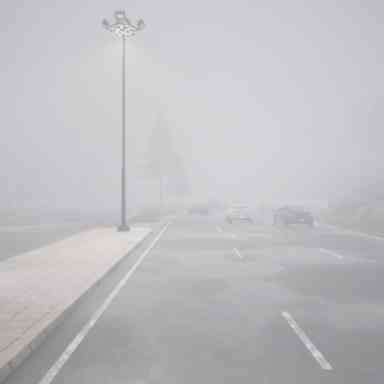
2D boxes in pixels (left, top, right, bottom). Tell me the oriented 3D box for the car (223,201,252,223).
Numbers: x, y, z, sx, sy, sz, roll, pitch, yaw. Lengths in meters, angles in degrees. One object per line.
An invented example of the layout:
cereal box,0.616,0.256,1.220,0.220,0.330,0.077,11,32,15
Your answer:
car,3.715,1.665,26.800,1.812,1.442,4.674,0,-1,2

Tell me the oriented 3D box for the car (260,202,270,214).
car,8.955,1.802,38.737,1.895,1.301,4.718,0,0,15

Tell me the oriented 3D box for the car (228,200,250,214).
car,5.865,1.759,40.705,2.033,1.411,5.357,0,0,15

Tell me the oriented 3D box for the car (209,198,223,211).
car,3.291,1.581,44.280,2.097,1.767,4.553,0,0,16

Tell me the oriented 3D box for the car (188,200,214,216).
car,0.862,1.778,34.243,1.895,1.301,4.718,0,0,9

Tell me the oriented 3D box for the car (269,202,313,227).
car,7.128,1.649,23.653,1.812,1.442,4.674,0,0,1
